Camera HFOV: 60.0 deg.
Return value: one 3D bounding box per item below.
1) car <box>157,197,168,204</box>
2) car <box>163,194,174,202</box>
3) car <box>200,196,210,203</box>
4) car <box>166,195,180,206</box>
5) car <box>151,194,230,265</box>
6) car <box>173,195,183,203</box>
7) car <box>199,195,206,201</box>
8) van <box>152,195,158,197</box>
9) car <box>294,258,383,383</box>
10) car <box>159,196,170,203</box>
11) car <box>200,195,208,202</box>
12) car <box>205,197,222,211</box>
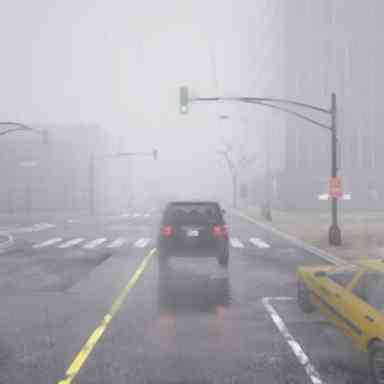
[{"bbox_3d":[-5.673,1.588,64.695,1.802,1.307,4.206,1,0,0],"label":"car"},{"bbox_3d":[-5.667,1.324,81.298,2.192,1.841,5.009,1,0,0],"label":"car"},{"bbox_3d":[2.709,1.532,70.386,1.752,1.417,4.829,1,0,0],"label":"car"},{"bbox_3d":[-3.065,1.357,54.542,2.097,1.767,4.553,0,0,0],"label":"car"},{"bbox_3d":[0.055,1.221,11.744,2.150,2.045,5.566,0,0,1],"label":"car"},{"bbox_3d":[-2.994,1.480,70.083,1.882,1.535,5.008,0,0,0],"label":"car"},{"bbox_3d":[2.710,1.554,86.821,1.887,1.381,4.507,1,0,0],"label":"car"},{"bbox_3d":[-5.671,1.346,53.626,1.690,1.788,3.998,1,0,0],"label":"van"},{"bbox_3d":[2.840,1.526,4.764,1.752,1.417,4.829,1,0,0],"label":"car"},{"bbox_3d":[-5.672,1.573,70.229,1.947,1.339,4.313,1,0,0],"label":"car"},{"bbox_3d":[2.709,1.533,75.921,1.752,1.417,4.829,1,0,0],"label":"car"},{"bbox_3d":[2.707,1.443,42.541,1.967,1.590,4.097,1,0,0],"label":"car"}]
